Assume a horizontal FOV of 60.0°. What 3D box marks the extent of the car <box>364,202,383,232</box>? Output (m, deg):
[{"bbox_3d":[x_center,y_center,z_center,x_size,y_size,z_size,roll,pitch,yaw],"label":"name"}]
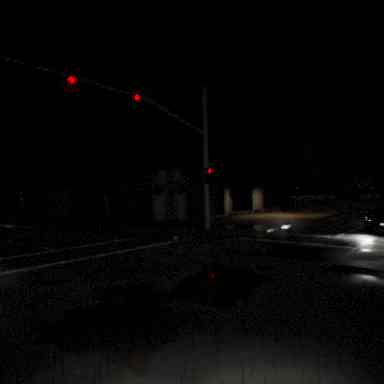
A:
[{"bbox_3d":[10.640,1.259,17.690,1.837,1.490,4.892,-1,0,41],"label":"car"}]
